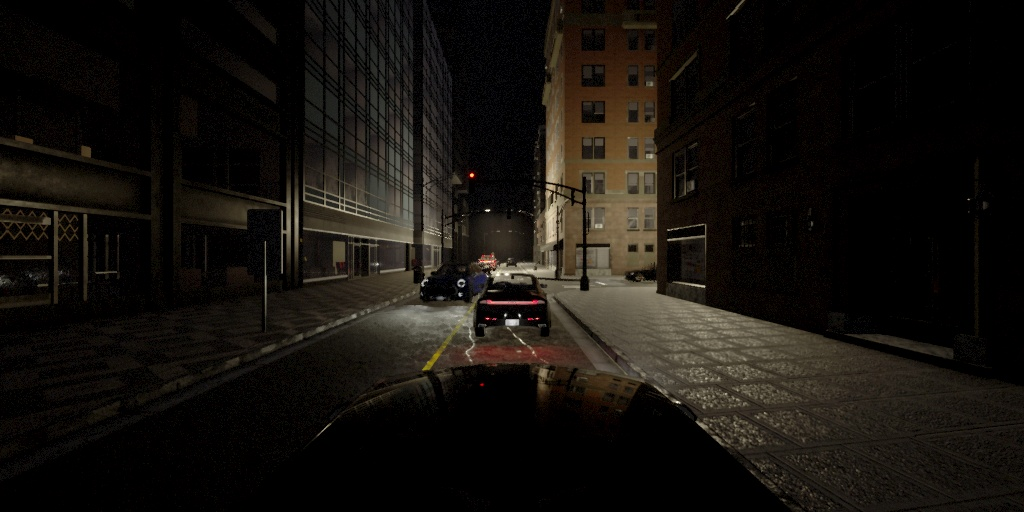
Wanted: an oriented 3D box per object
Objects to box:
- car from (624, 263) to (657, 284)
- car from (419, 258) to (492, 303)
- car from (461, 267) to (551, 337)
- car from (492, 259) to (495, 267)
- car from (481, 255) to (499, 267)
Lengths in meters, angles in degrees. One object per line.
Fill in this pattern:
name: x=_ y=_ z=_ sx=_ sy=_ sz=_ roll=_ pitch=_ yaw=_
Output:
car: x=10.568 y=1.238 z=26.141 sx=4.674 sy=1.442 sz=1.812 roll=0 pitch=0 yaw=1
car: x=-2.559 y=1.100 z=16.533 sx=2.097 sy=1.767 sz=4.553 roll=0 pitch=0 yaw=8
car: x=0.018 y=1.241 z=10.281 sx=2.128 sy=1.511 sz=4.902 roll=0 pitch=0 yaw=0
car: x=-3.204 y=1.297 z=38.154 sx=1.994 sy=1.385 sz=4.181 roll=0 pitch=0 yaw=0
car: x=-3.225 y=0.948 z=47.574 sx=2.150 sy=2.045 sz=5.566 roll=0 pitch=0 yaw=0
